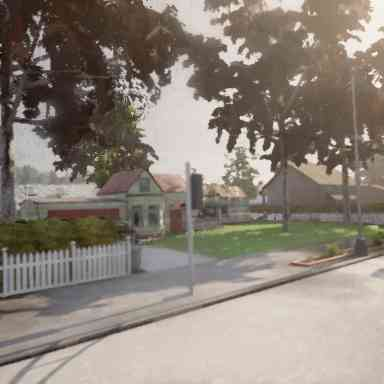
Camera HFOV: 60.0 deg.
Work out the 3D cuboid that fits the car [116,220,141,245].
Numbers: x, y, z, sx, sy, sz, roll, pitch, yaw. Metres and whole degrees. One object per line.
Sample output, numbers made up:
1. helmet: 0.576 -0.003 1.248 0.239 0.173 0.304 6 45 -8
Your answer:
1. car: -4.476 2.184 17.734 1.994 1.381 4.181 0 -3 -39
